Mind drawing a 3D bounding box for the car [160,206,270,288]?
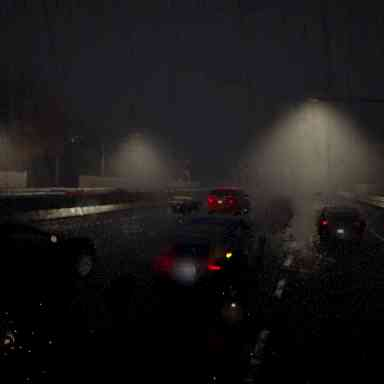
[{"bbox_3d":[0.737,1.331,8.746,1.812,1.442,4.674,2,1,20],"label":"car"}]

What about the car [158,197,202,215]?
[{"bbox_3d":[-0.734,1.015,24.978,1.895,1.301,4.718,2,1,20],"label":"car"}]

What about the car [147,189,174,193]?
[{"bbox_3d":[-3.918,0.356,47.192,2.128,1.511,4.902,2,1,20],"label":"car"}]

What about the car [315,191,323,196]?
[{"bbox_3d":[32.304,0.326,84.519,2.033,1.411,5.357,2,1,20],"label":"car"}]

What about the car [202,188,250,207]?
[{"bbox_3d":[2.792,0.714,24.397,2.150,2.045,5.566,2,1,20],"label":"car"}]

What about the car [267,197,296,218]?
[{"bbox_3d":[6.718,1.078,24.966,1.812,1.442,4.674,2,1,20],"label":"car"}]

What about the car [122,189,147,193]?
[{"bbox_3d":[-7.407,0.332,47.846,2.033,1.411,5.357,2,1,21],"label":"car"}]

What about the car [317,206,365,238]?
[{"bbox_3d":[7.167,1.353,16.362,1.895,1.301,4.718,2,1,20],"label":"car"}]

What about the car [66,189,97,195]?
[{"bbox_3d":[-15.423,0.269,46.364,1.895,1.301,4.718,2,1,20],"label":"car"}]

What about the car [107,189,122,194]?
[{"bbox_3d":[-10.667,0.221,49.108,1.812,1.442,4.674,2,1,20],"label":"car"}]

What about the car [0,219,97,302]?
[{"bbox_3d":[-3.864,1.252,6.370,1.882,1.535,5.008,2,1,20],"label":"car"}]
